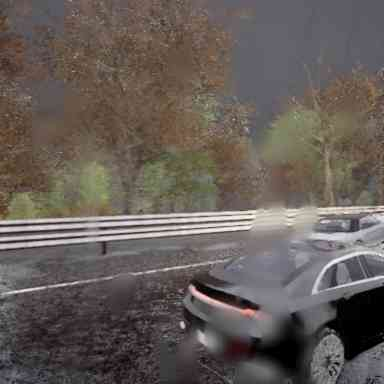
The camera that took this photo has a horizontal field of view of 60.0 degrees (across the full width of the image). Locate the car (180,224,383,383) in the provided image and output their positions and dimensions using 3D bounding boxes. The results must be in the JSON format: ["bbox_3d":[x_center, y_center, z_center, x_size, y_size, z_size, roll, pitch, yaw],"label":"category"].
[{"bbox_3d":[2.143,1.517,5.260,4.902,1.511,2.128,0,0,-35],"label":"car"}]

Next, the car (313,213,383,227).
[{"bbox_3d":[5.869,1.428,12.172,4.718,1.301,1.895,-9,2,-35],"label":"car"}]
